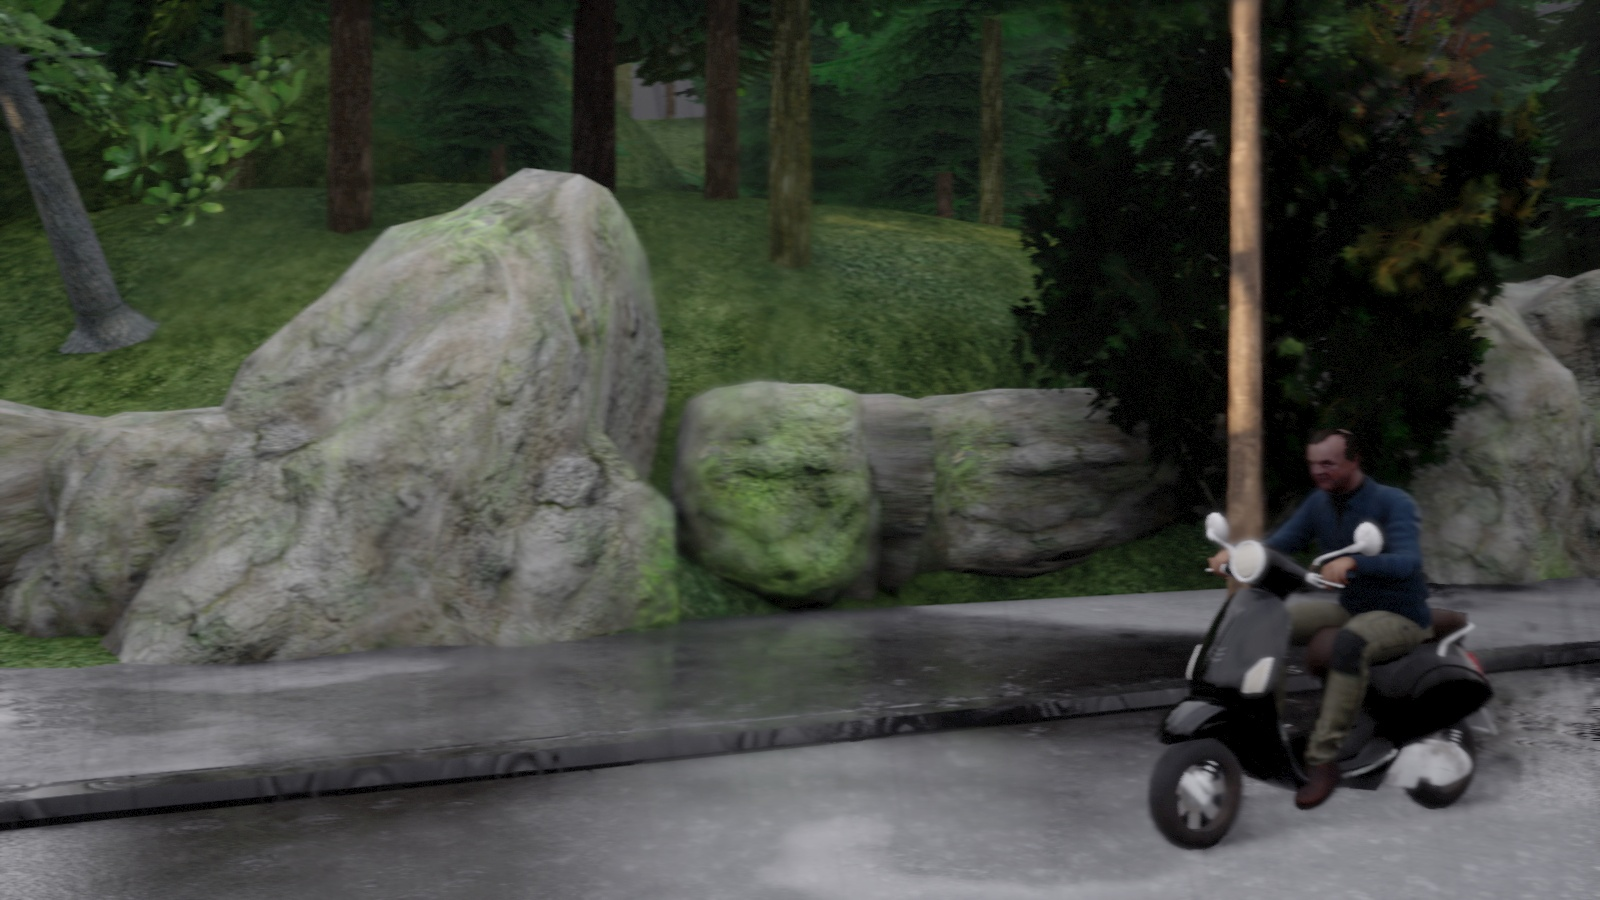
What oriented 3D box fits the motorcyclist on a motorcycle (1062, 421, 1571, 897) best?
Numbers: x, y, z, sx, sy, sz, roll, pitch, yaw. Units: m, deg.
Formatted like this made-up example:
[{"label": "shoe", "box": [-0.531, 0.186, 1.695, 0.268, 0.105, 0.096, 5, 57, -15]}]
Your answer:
[{"label": "motorcyclist on a motorcycle", "box": [2.043, 0.698, 4.973, 1.817, 1.590, 0.866, 0, 0, -25]}]
